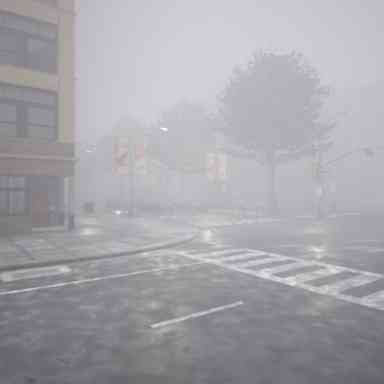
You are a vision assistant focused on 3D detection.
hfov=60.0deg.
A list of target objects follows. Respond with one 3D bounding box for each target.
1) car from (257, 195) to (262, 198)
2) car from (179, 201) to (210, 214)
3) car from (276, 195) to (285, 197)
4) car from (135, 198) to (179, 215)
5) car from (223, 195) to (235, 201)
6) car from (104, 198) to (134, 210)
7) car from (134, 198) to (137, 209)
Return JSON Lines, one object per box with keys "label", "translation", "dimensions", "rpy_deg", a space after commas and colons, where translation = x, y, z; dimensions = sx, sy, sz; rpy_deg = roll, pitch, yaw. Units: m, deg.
{"label": "car", "translation": [17.523, 1.444, 83.207], "dimensions": [1.895, 1.301, 4.718], "rpy_deg": [0, 0, -36]}
{"label": "car", "translation": [-0.177, 1.595, 35.057], "dimensions": [1.895, 1.301, 4.718], "rpy_deg": [0, 0, -36]}
{"label": "car", "translation": [18.361, 1.304, 69.275], "dimensions": [2.002, 1.452, 4.674], "rpy_deg": [0, 0, -36]}
{"label": "car", "translation": [-3.636, 1.596, 33.871], "dimensions": [1.895, 1.301, 4.718], "rpy_deg": [0, 0, -36]}
{"label": "car", "translation": [7.877, 1.398, 76.748], "dimensions": [2.161, 1.482, 4.786], "rpy_deg": [0, 0, -36]}
{"label": "car", "translation": [-9.531, 1.500, 42.096], "dimensions": [1.837, 1.490, 4.892], "rpy_deg": [0, 0, -35]}
{"label": "car", "translation": [-6.207, 1.486, 43.461], "dimensions": [2.128, 1.511, 4.902], "rpy_deg": [0, 0, -36]}
